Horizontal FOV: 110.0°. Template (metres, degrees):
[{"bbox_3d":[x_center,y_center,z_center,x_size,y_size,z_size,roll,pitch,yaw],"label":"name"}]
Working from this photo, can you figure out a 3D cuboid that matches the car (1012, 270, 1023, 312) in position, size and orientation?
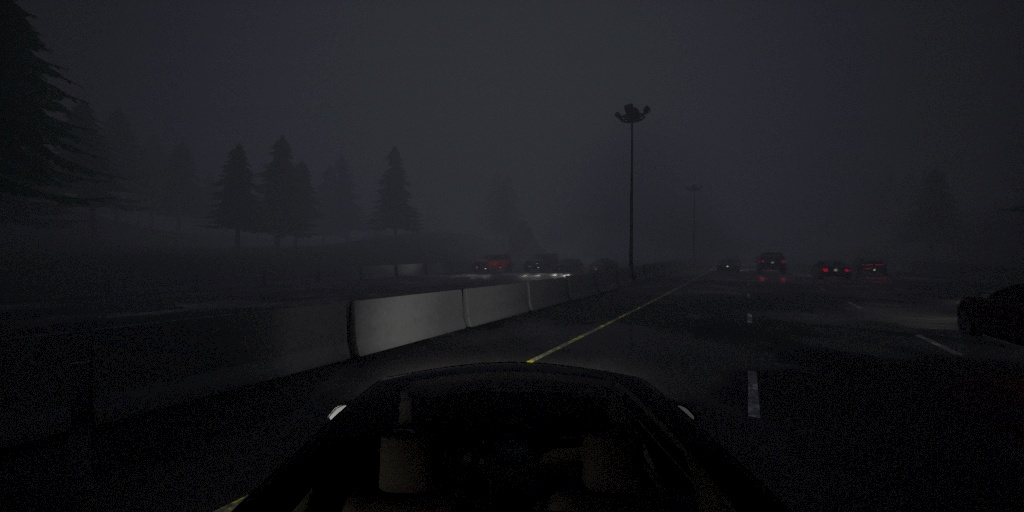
[{"bbox_3d":[17.538,1.233,10.484,1.812,1.442,4.674,0,0,33],"label":"car"}]

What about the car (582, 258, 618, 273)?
[{"bbox_3d":[9.350,0.999,36.511,2.128,1.511,4.902,0,1,33],"label":"car"}]

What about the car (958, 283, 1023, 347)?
[{"bbox_3d":[11.085,1.217,7.017,1.882,1.535,5.008,0,0,33],"label":"car"}]

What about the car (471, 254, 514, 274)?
[{"bbox_3d":[-2.011,0.785,38.409,2.150,2.045,5.566,0,0,34],"label":"car"}]

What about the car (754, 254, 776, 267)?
[{"bbox_3d":[33.009,0.584,46.881,2.128,1.511,4.902,0,1,33],"label":"car"}]

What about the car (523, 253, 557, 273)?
[{"bbox_3d":[3.388,0.730,40.186,2.150,2.045,5.566,0,1,33],"label":"car"}]

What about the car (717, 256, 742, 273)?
[{"bbox_3d":[22.280,0.956,36.899,1.994,1.385,4.181,0,1,33],"label":"car"}]

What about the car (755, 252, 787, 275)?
[{"bbox_3d":[24.823,0.628,34.389,2.150,2.045,5.566,0,1,33],"label":"car"}]

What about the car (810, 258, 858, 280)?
[{"bbox_3d":[24.900,1.043,28.119,2.033,1.411,5.357,0,1,33],"label":"car"}]

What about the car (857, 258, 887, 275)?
[{"bbox_3d":[31.607,0.884,31.973,1.837,1.490,4.892,0,0,33],"label":"car"}]

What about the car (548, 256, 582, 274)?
[{"bbox_3d":[6.064,1.020,37.892,1.837,1.490,4.892,0,0,34],"label":"car"}]
